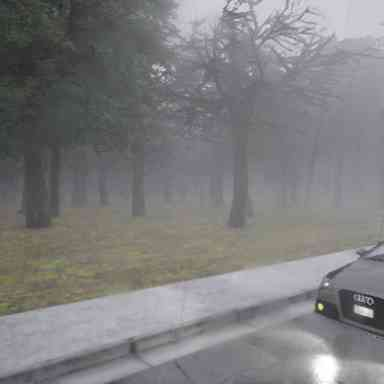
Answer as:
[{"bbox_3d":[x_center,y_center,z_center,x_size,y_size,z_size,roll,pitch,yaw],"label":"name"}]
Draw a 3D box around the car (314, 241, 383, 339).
[{"bbox_3d":[4.126,1.560,6.019,4.181,1.385,1.994,0,0,-36],"label":"car"}]
